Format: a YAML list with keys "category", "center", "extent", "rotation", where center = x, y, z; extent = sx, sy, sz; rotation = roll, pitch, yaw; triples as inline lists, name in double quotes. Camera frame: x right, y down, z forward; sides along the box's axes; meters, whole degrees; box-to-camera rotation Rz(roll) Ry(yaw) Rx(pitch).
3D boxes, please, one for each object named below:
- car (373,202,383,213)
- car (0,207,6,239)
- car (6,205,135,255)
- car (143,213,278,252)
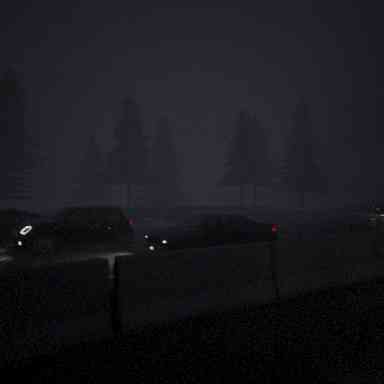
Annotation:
- category: "car"
  center: [21.196, 1.505, 34.792]
  extent: [4.892, 1.490, 1.837]
  rotation: [0, 0, -22]
- category: "car"
  center: [-8.921, 1.472, 14.675]
  extent: [4.892, 1.490, 1.837]
  rotation: [0, 0, -34]
- category: "car"
  center: [-4.669, 1.328, 13.309]
  extent: [4.553, 1.767, 2.097]
  rotation: [0, 0, -33]
- category: "car"
  center: [0.870, 1.534, 12.810]
  extent: [5.357, 1.411, 2.033]
  rotation: [0, 0, -32]
